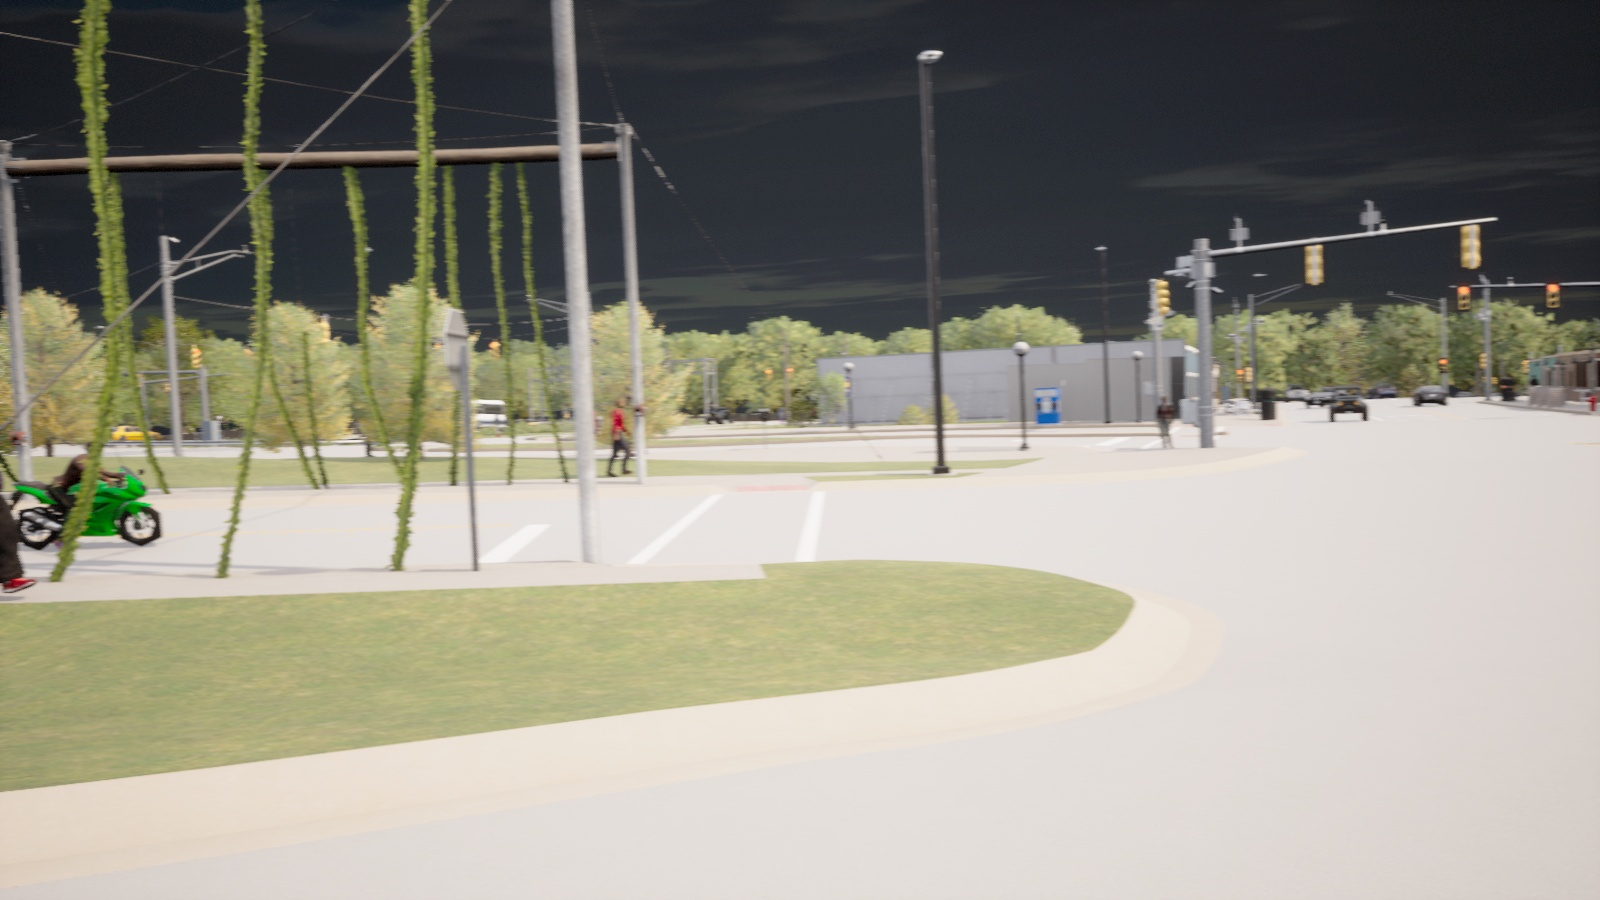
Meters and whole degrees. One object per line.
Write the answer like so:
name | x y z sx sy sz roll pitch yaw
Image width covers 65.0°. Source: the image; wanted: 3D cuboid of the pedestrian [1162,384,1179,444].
pedestrian | 12.256 -1.198 41.521 0.402 1.930 0.666 -3 3 19

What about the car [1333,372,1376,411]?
car | 29.068 -3.076 65.958 1.905 1.878 3.866 -3 2 23

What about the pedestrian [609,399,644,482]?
pedestrian | -3.948 -0.222 28.639 0.636 1.846 0.331 -4 3 -5

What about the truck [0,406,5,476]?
truck | -47.723 -0.370 68.298 8.468 3.827 2.891 -1 2 21

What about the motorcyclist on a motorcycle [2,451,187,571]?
motorcyclist on a motorcycle | -9.902 0.845 17.694 2.044 1.523 0.797 -3 3 -5

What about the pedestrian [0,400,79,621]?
pedestrian | -6.938 0.519 10.856 0.899 1.844 0.634 -4 3 -4
